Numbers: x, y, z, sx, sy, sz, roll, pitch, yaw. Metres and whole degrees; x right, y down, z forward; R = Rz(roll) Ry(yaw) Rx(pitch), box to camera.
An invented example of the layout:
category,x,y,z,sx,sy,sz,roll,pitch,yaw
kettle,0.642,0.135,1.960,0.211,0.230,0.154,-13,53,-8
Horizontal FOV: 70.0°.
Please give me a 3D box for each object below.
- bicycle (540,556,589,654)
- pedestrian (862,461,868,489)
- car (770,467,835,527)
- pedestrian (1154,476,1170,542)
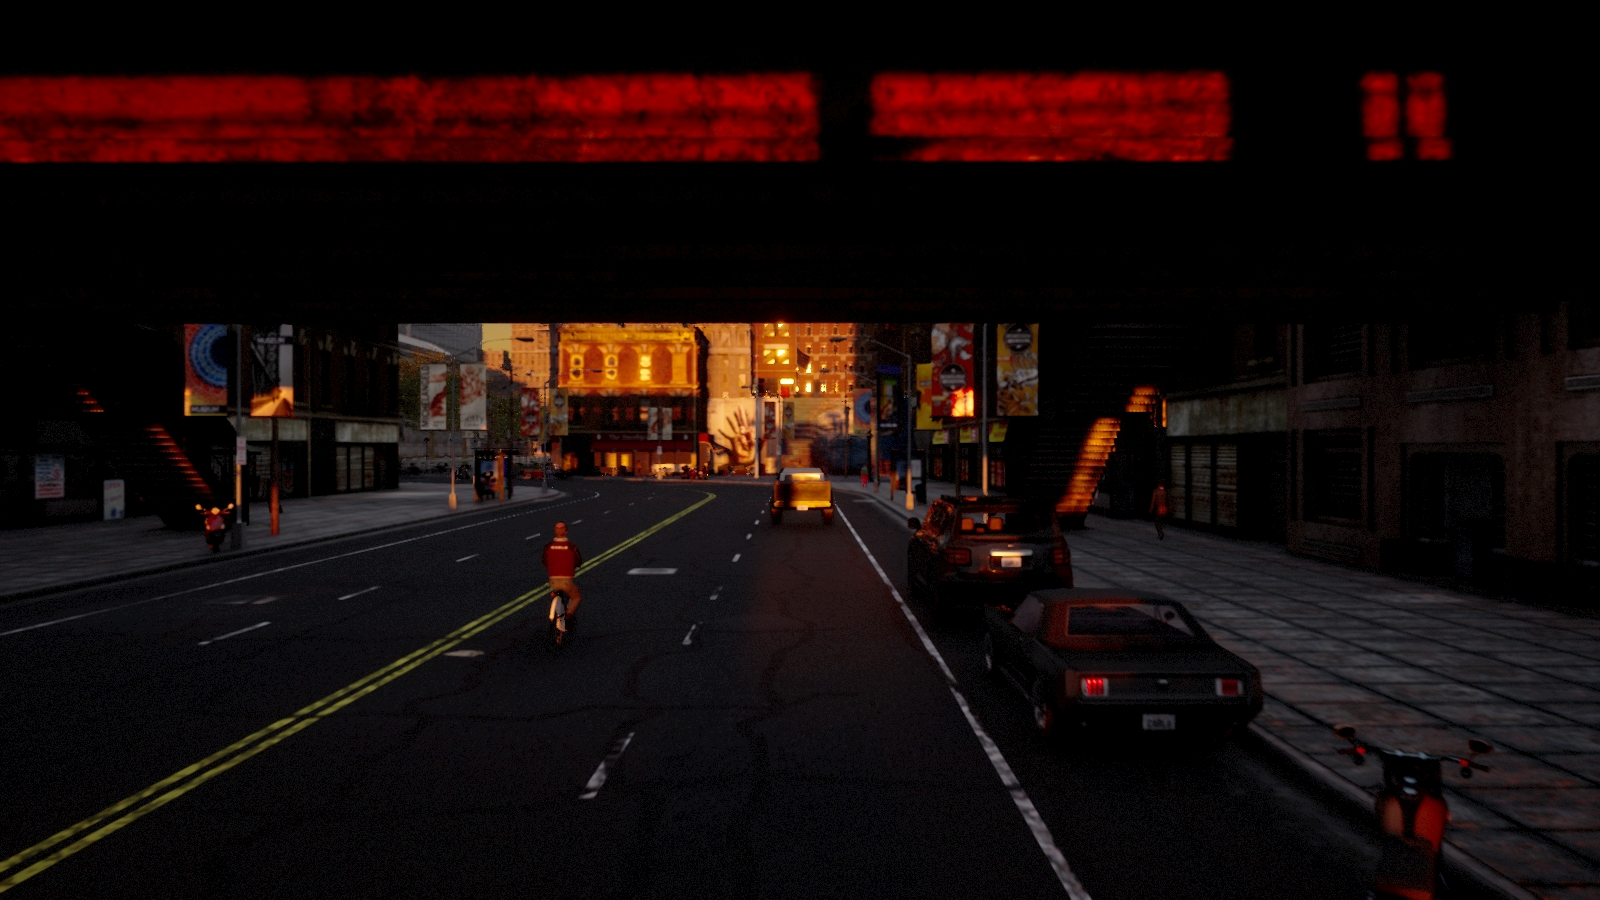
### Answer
category,x,y,z,sx,sy,sz,roll,pitch,yaw
bicycle,-3.405,2.210,16.614,0.329,1.171,1.835,0,0,0
pedestrian,4.406,1.696,77.475,0.375,1.860,0.375,0,0,-12
car,0.080,1.753,44.901,2.390,2.098,6.274,0,0,0
pedestrian,10.440,1.696,32.957,0.375,1.860,0.375,0,0,1
